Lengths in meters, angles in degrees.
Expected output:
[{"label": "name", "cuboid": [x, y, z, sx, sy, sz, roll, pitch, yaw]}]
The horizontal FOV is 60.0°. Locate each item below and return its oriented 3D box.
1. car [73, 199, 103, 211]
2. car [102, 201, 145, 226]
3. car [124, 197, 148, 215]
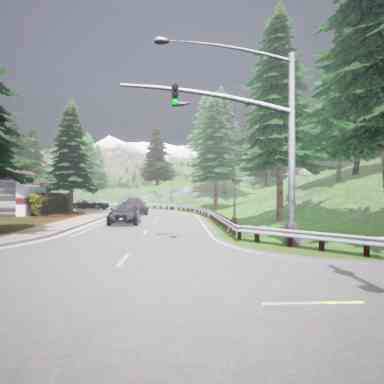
[{"label": "car", "cuboid": [-12.554, 1.561, 40.544, 4.718, 1.301, 1.895, 0, 0, 13]}, {"label": "car", "cuboid": [-4.672, 1.538, 23.223, 1.994, 1.385, 4.181, 0, 0, -4]}, {"label": "car", "cuboid": [-5.772, 1.317, 32.987, 2.097, 1.767, 4.553, 0, 0, -21]}]
